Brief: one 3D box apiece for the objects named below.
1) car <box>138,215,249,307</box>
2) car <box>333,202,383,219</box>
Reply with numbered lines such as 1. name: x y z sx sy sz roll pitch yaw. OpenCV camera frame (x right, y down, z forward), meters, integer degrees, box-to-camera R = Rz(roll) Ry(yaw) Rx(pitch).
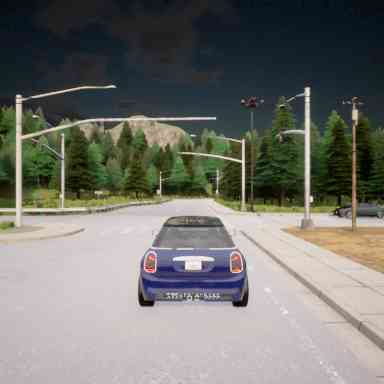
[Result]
1. car: 0.042 1.349 8.150 2.097 1.767 4.553 0 0 0
2. car: 14.515 1.591 28.770 4.181 1.385 1.994 0 0 1
